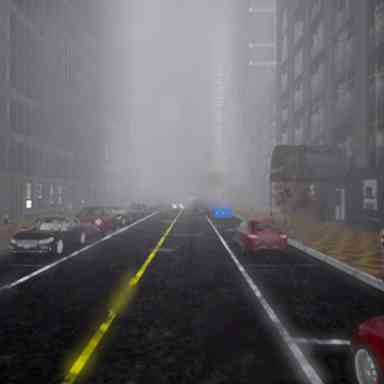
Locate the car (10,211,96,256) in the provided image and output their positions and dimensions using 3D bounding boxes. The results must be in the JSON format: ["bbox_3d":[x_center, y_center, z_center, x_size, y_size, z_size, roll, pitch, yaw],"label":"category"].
[{"bbox_3d":[-5.681,1.671,13.614,2.008,1.369,4.403,0,0,0],"label":"car"}]

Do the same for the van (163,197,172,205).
[{"bbox_3d":[-5.633,1.941,76.232,1.690,1.788,3.998,0,0,0],"label":"van"}]

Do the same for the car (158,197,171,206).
[{"bbox_3d":[-5.642,2.071,64.845,2.008,1.369,4.403,0,0,0],"label":"car"}]

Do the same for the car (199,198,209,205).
[{"bbox_3d":[2.747,2.151,76.220,2.008,1.369,4.403,0,0,0],"label":"car"}]

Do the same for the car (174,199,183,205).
[{"bbox_3d":[-2.946,2.161,71.660,1.895,1.301,4.718,0,0,0],"label":"car"}]

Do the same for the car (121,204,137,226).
[{"bbox_3d":[-5.672,1.761,24.999,2.008,1.369,4.403,0,0,0],"label":"car"}]

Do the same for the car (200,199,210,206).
[{"bbox_3d":[2.743,2.112,70.528,2.008,1.369,4.403,0,0,0],"label":"car"}]

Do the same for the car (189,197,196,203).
[{"bbox_3d":[0.065,2.061,87.280,1.812,1.442,4.674,0,0,0],"label":"car"}]

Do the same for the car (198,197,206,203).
[{"bbox_3d":[2.760,2.148,93.298,1.967,1.590,4.097,0,0,0],"label":"car"}]

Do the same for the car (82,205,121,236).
[{"bbox_3d":[-5.677,1.606,19.308,1.967,1.590,4.097,0,0,0],"label":"car"}]

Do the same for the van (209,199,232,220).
[{"bbox_3d":[2.713,1.596,30.684,1.690,1.788,3.998,0,0,0],"label":"van"}]

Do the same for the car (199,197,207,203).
[{"bbox_3d":[2.756,2.112,87.606,1.967,1.590,4.097,0,0,0],"label":"car"}]

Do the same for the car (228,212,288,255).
[{"bbox_3d":[2.700,1.702,13.606,1.802,1.307,4.206,0,0,0],"label":"car"}]

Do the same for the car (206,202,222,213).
[{"bbox_3d":[2.722,1.926,42.066,1.802,1.307,4.206,0,0,0],"label":"car"}]

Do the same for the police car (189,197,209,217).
[{"bbox_3d":[0.926,1.721,35.813,1.930,1.638,5.238,0,0,0],"label":"police car"}]

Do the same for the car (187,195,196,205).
[{"bbox_3d":[0.054,1.666,72.314,2.150,2.045,5.566,0,0,0],"label":"car"}]

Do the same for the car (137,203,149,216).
[{"bbox_3d":[-5.664,1.882,36.383,1.802,1.307,4.206,0,0,0],"label":"car"}]

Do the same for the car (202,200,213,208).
[{"bbox_3d":[2.734,2.060,59.143,1.802,1.307,4.206,0,0,0],"label":"car"}]

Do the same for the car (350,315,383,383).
[{"bbox_3d":[2.691,1.604,2.218,1.802,1.307,4.206,0,-1,0],"label":"car"}]

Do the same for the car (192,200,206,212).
[{"bbox_3d":[0.933,1.878,45.703,1.837,1.490,4.892,0,0,0],"label":"car"}]
